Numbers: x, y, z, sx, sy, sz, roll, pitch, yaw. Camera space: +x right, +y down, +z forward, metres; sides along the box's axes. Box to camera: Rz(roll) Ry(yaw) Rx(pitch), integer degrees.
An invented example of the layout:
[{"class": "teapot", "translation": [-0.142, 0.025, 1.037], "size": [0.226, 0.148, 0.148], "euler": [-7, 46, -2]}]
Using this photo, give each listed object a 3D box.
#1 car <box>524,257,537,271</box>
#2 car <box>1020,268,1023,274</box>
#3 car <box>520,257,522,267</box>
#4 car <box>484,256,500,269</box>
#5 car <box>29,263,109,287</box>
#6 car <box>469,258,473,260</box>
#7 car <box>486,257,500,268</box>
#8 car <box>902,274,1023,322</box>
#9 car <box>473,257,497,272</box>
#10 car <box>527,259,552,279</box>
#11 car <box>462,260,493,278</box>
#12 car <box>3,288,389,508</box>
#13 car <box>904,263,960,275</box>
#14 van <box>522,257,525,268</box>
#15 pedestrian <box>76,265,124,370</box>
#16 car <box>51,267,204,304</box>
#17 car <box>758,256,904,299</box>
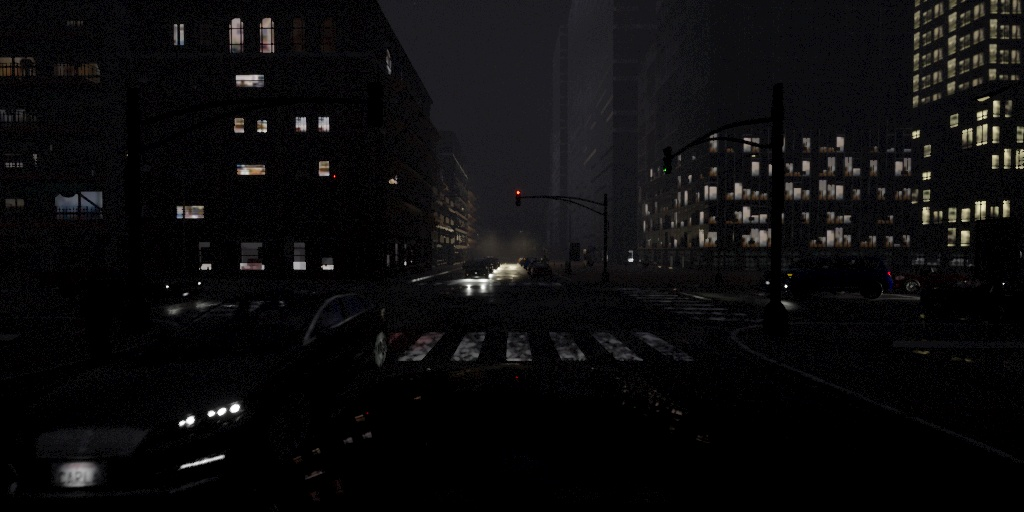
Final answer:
[{"class": "car", "translation": [2.623, 1.159, 38.159], "size": [1.967, 1.591, 4.097], "euler": [0, 0, 0]}, {"class": "car", "translation": [25.744, 1.336, 18.010], "size": [4.902, 1.511, 2.128], "euler": [0, 1, 1]}, {"class": "car", "translation": [2.607, 1.240, 55.097], "size": [1.888, 1.381, 4.507], "euler": [0, 0, 0]}, {"class": "car", "translation": [-3.130, 1.054, 50.826], "size": [2.097, 1.767, 4.553], "euler": [0, 0, 0]}, {"class": "car", "translation": [-25.875, 1.110, 21.377], "size": [4.507, 1.381, 1.888], "euler": [0, 0, 1]}, {"class": "car", "translation": [-5.736, 1.270, 49.410], "size": [1.948, 1.339, 4.313], "euler": [0, 0, 0]}, {"class": "car", "translation": [-3.115, 1.036, 60.884], "size": [2.097, 1.767, 4.553], "euler": [0, 0, 0]}, {"class": "car", "translation": [16.705, 1.445, 12.220], "size": [4.403, 1.370, 2.007], "euler": [0, 0, 1]}, {"class": "car", "translation": [-3.135, 1.220, 41.590], "size": [1.837, 1.490, 4.892], "euler": [0, 0, 0]}, {"class": "car", "translation": [2.628, 1.272, 32.514], "size": [1.888, 1.381, 4.507], "euler": [0, 0, 0]}, {"class": "car", "translation": [-3.119, 1.290, 32.851], "size": [1.994, 1.385, 4.181], "euler": [0, 0, 0]}, {"class": "car", "translation": [-3.130, 1.241, 4.914], "size": [2.128, 1.511, 4.902], "euler": [0, 0, -4]}, {"class": "car", "translation": [23.356, 1.230, 20.773], "size": [4.097, 1.591, 1.967], "euler": [0, 0, 1]}, {"class": "van", "translation": [2.612, 1.045, 49.451], "size": [1.690, 1.789, 3.998], "euler": [0, 0, 0]}, {"class": "pedestrian", "translation": [-7.318, 1.044, 6.347], "size": [0.375, 1.860, 0.375], "euler": [-1, 1, 0]}, {"class": "car", "translation": [-16.080, 1.303, 15.316], "size": [4.718, 1.301, 1.895], "euler": [0, 1, 2]}, {"class": "car", "translation": [15.724, 1.020, 18.136], "size": [5.566, 2.045, 2.150], "euler": [0, 1, 1]}]
